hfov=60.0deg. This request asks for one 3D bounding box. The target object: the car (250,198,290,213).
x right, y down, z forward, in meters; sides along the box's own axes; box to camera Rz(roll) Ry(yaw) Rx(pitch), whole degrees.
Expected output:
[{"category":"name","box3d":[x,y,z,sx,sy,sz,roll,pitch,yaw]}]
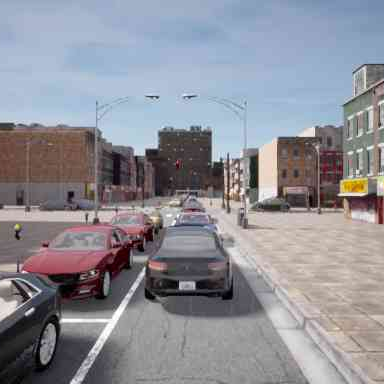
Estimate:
[{"category":"car","box3d":[9.256,1.518,39.692,4.553,1.767,2.097,1,0,2]}]

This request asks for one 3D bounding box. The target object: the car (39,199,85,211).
[{"category":"car","box3d":[-14.474,1.505,36.553,4.181,1.385,1.994,0,0,0]}]

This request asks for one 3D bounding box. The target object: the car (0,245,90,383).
[{"category":"car","box3d":[-2.629,1.552,2.960,2.008,1.369,4.403,0,0,0]}]

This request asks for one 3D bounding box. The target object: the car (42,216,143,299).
[{"category":"car","box3d":[-2.619,1.548,8.454,1.887,1.381,4.507,0,0,0]}]

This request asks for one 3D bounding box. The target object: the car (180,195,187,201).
[{"category":"car","box3d":[-2.471,1.672,94.952,1.967,1.590,4.097,0,0,0]}]

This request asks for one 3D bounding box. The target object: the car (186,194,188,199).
[{"category":"car","box3d":[-2.500,1.695,78.449,1.752,1.417,4.829,0,0,0]}]

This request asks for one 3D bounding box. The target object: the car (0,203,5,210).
[{"category":"car","box3d":[-23.226,1.383,36.525,4.892,1.490,1.837,0,0,0]}]

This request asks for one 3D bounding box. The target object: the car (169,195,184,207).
[{"category":"car","box3d":[-2.546,1.606,51.230,1.752,1.417,4.829,0,0,0]}]

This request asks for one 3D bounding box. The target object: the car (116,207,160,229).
[{"category":"car","box3d":[-2.610,1.553,13.949,1.887,1.381,4.507,0,0,0]}]

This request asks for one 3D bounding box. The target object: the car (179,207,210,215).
[{"category":"car","box3d":[0.121,1.611,15.684,1.895,1.301,4.718,0,0,0]}]

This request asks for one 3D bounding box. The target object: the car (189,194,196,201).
[{"category":"car","box3d":[0.159,1.576,91.860,2.097,1.767,4.553,0,0,0]}]

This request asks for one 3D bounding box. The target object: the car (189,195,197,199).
[{"category":"car","box3d":[0.141,1.778,81.695,1.895,1.301,4.718,0,0,0]}]

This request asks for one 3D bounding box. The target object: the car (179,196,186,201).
[{"category":"car","box3d":[-2.481,1.757,89.508,1.887,1.381,4.507,0,0,0]}]

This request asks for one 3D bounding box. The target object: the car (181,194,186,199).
[{"category":"car","box3d":[-2.536,1.411,56.843,2.192,1.841,5.009,0,0,0]}]

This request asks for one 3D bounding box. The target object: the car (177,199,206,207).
[{"category":"car","box3d":[0.156,1.530,25.985,1.837,1.490,4.892,0,0,2]}]

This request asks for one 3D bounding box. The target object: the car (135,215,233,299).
[{"category":"car","box3d":[-0.041,1.529,8.318,1.812,1.442,4.674,0,0,1]}]

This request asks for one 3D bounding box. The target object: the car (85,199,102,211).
[{"category":"car","box3d":[-13.510,1.515,39.506,5.357,1.411,2.033,0,0,0]}]

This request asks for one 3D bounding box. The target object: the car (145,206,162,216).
[{"category":"car","box3d":[-2.601,1.540,19.272,1.752,1.417,4.829,0,0,0]}]
